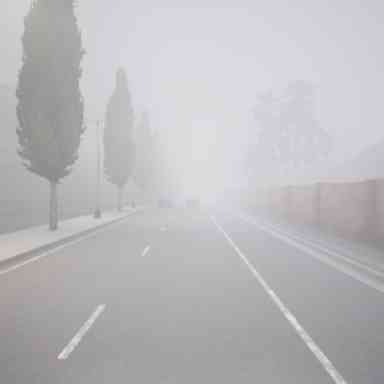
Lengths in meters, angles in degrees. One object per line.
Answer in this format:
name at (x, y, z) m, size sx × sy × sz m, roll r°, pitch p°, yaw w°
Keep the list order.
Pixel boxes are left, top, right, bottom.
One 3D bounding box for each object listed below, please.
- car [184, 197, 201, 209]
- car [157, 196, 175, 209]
car at (0.076, 1.468, 43.971) m, size 1.837 × 1.490 × 4.892 m, roll 0°, pitch 0°, yaw 0°
car at (-3.425, 1.315, 43.771) m, size 2.097 × 1.767 × 4.553 m, roll 0°, pitch 0°, yaw 0°
